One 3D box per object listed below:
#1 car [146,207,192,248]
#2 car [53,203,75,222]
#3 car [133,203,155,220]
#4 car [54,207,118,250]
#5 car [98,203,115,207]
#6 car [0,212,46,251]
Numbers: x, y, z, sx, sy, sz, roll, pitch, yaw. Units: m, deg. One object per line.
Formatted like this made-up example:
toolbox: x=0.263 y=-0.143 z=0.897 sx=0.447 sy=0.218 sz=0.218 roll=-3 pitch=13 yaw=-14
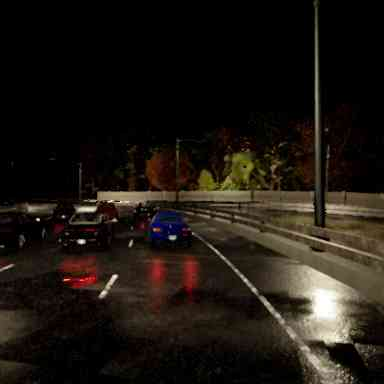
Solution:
car: x=-1.100 y=1.672 z=15.646 sx=1.812 sy=1.442 sz=4.674 roll=0 pitch=0 yaw=-8
car: x=-11.201 y=1.787 z=29.545 sx=1.837 sy=1.490 sz=4.892 roll=0 pitch=0 yaw=-16
car: x=-4.465 y=1.787 z=31.447 sx=2.128 sy=1.511 sz=4.902 roll=0 pitch=0 yaw=-16
car: x=-4.557 y=1.650 z=15.108 sx=1.837 sy=1.490 sz=4.892 roll=0 pitch=0 yaw=-8
car: x=-7.884 y=1.766 z=30.661 sx=1.882 sy=1.535 sz=5.008 roll=0 pitch=0 yaw=-16
car: x=-8.053 y=1.619 z=14.811 sx=1.882 sy=1.535 sz=5.008 roll=0 pitch=0 yaw=-8
